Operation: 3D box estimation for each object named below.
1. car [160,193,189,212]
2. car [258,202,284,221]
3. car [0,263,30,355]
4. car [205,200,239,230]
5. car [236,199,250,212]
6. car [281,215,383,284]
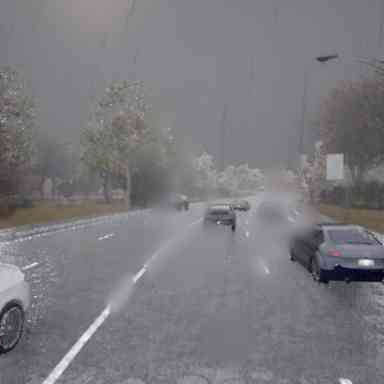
[{"bbox_3d":[-1.905,1.181,38.417,2.150,2.045,5.566,0,0,14],"label":"car"},{"bbox_3d":[6.466,1.553,27.179,2.033,1.411,5.357,0,0,11],"label":"car"},{"bbox_3d":[-3.456,1.513,3.386,1.812,1.442,4.674,0,0,2],"label":"car"},{"bbox_3d":[1.896,1.497,21.171,1.837,1.490,4.892,0,0,8],"label":"car"},{"bbox_3d":[5.725,1.557,39.257,1.994,1.385,4.181,0,0,14],"label":"car"},{"bbox_3d":[4.091,1.571,9.558,1.994,1.385,4.181,0,0,4],"label":"car"}]
